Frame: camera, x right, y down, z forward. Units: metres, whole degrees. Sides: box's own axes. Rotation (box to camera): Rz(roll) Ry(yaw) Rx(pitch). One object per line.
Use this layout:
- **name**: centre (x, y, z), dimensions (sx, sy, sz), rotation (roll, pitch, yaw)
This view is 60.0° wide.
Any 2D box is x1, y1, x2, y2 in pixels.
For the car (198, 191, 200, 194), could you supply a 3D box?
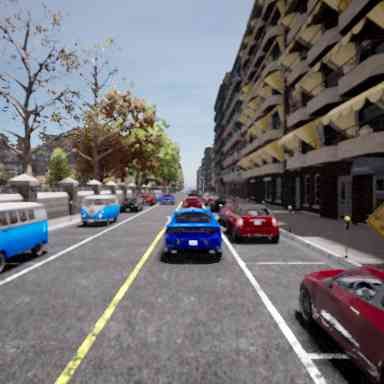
- **car**: centre (2.546, 0.919, 60.433), dimensions (1.802, 1.307, 4.206), rotation (0, 1, 0)

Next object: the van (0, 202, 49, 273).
- **van**: centre (-5.713, 1.230, 9.740), dimensions (1.690, 1.788, 3.998), rotation (0, 1, 0)

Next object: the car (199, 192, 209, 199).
- **car**: centre (2.519, 0.789, 71.694), dimensions (1.947, 1.339, 4.313), rotation (0, 1, 0)

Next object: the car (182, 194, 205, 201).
- **car**: centre (0.014, 1.169, 31.515), dimensions (1.812, 1.442, 4.674), rotation (0, 1, 0)

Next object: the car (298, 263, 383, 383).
- **car**: centre (2.680, 1.533, 4.132), dimensions (1.802, 1.307, 4.206), rotation (0, 1, 0)

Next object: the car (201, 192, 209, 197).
- **car**: centre (2.587, 0.953, 43.541), dimensions (1.967, 1.590, 4.097), rotation (0, 1, 0)

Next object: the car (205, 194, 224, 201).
- **car**: centre (2.613, 1.201, 32.283), dimensions (1.947, 1.339, 4.313), rotation (0, 1, 0)

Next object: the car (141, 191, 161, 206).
- **car**: centre (-5.793, 0.829, 43.520), dimensions (2.192, 1.841, 5.009), rotation (0, 1, 0)

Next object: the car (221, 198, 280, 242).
- **car**: centre (2.653, 1.265, 15.392), dimensions (1.967, 1.590, 4.097), rotation (0, 1, 0)

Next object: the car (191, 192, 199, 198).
- **car**: centre (0.714, 0.662, 78.448), dimensions (1.837, 1.490, 4.892), rotation (0, 1, 0)

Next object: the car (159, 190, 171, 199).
- **car**: centre (-5.860, 0.540, 71.672), dimensions (2.192, 1.841, 5.009), rotation (0, 1, 0)

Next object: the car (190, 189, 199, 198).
- **car**: centre (0.700, 0.322, 84.476), dimensions (2.150, 2.045, 5.566), rotation (0, 1, 0)

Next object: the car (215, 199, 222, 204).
- **car**: centre (2.640, 1.343, 21.023), dimensions (1.802, 1.307, 4.206), rotation (0, 1, 0)

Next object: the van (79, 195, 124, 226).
- **van**: centre (-5.740, 1.103, 21.001), dimensions (1.690, 1.788, 3.998), rotation (0, 1, 0)

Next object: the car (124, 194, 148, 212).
- **car**: centre (-5.767, 1.202, 32.263), dimensions (1.947, 1.339, 4.313), rotation (0, 1, 0)

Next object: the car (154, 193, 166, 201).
- **car**: centre (-5.834, 0.920, 60.412), dimensions (1.802, 1.307, 4.206), rotation (0, 1, 0)

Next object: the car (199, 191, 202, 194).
- **car**: centre (2.560, 0.919, 54.972), dimensions (1.752, 1.417, 4.829), rotation (0, 1, 0)

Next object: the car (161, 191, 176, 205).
- **car**: centre (-3.197, 1.021, 45.199), dimensions (1.812, 1.442, 4.674), rotation (0, 0, 0)

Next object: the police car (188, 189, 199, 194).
- **police car**: centre (0.281, 0.679, 68.745), dimensions (1.930, 1.638, 5.238), rotation (0, 1, 12)

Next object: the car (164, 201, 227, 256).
- **car**: centre (0.041, 1.335, 12.459), dimensions (1.882, 1.535, 5.008), rotation (0, 1, 0)

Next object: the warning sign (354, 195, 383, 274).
- **warning sign**: centre (5.048, 1.018, 8.456), dimensions (1.300, 1.860, 1.060), rotation (0, 1, 0)
